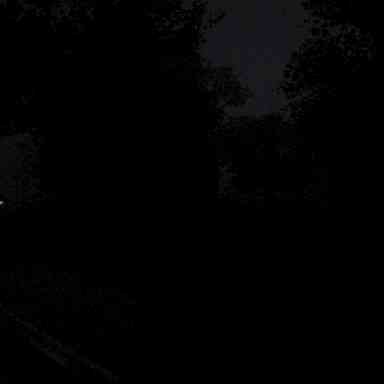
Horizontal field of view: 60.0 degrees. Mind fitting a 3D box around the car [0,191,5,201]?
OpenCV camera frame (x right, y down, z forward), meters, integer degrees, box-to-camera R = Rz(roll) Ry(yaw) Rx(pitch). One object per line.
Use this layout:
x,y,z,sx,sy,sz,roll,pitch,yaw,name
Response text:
-32.299,0.577,54.776,2.097,1.767,4.553,-1,2,-20,car
